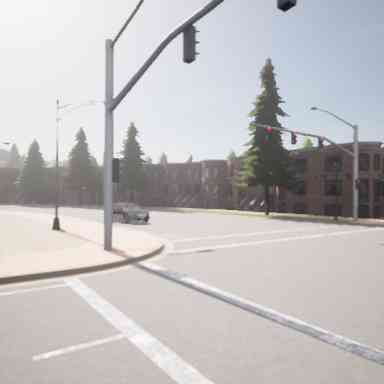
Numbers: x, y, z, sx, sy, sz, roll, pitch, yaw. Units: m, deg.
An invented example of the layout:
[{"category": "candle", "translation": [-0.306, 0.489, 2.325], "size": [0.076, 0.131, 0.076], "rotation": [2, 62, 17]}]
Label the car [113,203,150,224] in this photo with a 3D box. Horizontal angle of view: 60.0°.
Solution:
[{"category": "car", "translation": [-5.020, 1.593, 25.921], "size": [2.128, 1.511, 4.902], "rotation": [1, 0, -36]}]
